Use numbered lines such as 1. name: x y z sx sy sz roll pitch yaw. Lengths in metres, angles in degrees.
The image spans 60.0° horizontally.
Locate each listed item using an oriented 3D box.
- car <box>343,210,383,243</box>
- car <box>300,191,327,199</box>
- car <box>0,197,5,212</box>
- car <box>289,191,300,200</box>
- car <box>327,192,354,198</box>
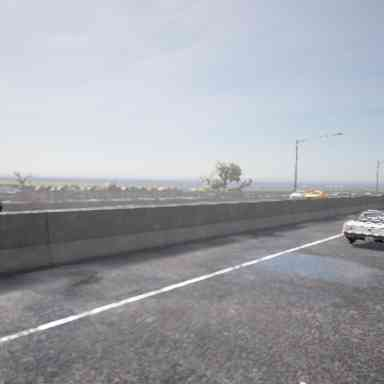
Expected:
1. car: 7.913 1.410 13.702 1.895 1.301 4.718 3 2 41
2. car: 17.148 0.636 45.589 1.882 1.535 5.008 3 2 42
3. car: -12.504 0.692 17.285 2.128 1.511 4.902 3 2 41
4. car: 16.297 0.544 49.897 1.812 1.442 4.674 3 2 42
5. car: 19.723 0.795 43.222 1.837 1.490 4.892 3 2 42
